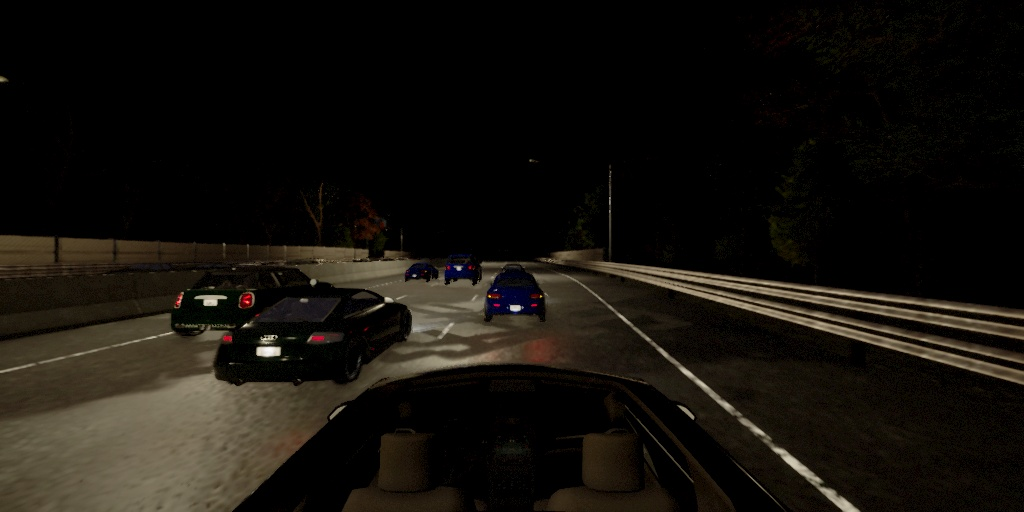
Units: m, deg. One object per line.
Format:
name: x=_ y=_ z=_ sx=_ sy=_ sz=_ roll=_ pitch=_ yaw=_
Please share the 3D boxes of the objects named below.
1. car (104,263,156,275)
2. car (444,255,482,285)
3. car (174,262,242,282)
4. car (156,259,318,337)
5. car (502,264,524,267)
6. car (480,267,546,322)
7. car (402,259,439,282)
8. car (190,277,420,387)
car: x=-27.935 y=1.245 z=27.698 sx=2.033 sy=1.411 sz=5.357 roll=0 pitch=0 yaw=-2
car: x=-3.405 y=0.922 z=25.691 sx=2.150 sy=2.045 sz=5.566 roll=0 pitch=0 yaw=0
car: x=-24.596 y=1.259 z=29.205 sx=1.994 sy=1.385 sz=4.181 roll=0 pitch=0 yaw=0
car: x=-6.905 y=1.082 z=10.338 sx=2.097 sy=1.767 sz=4.553 roll=0 pitch=0 yaw=0
car: x=0.095 y=1.262 z=27.302 sx=1.994 sy=1.385 sz=4.181 roll=0 pitch=0 yaw=0
car: x=0.096 y=1.252 z=12.091 sx=1.812 sy=1.442 sz=4.674 roll=0 pitch=0 yaw=0
car: x=-6.905 y=1.223 z=27.695 sx=1.812 sy=1.442 sz=4.674 roll=0 pitch=0 yaw=0
car: x=-3.409 y=1.302 z=7.032 sx=1.994 sy=1.385 sz=4.181 roll=0 pitch=0 yaw=0
